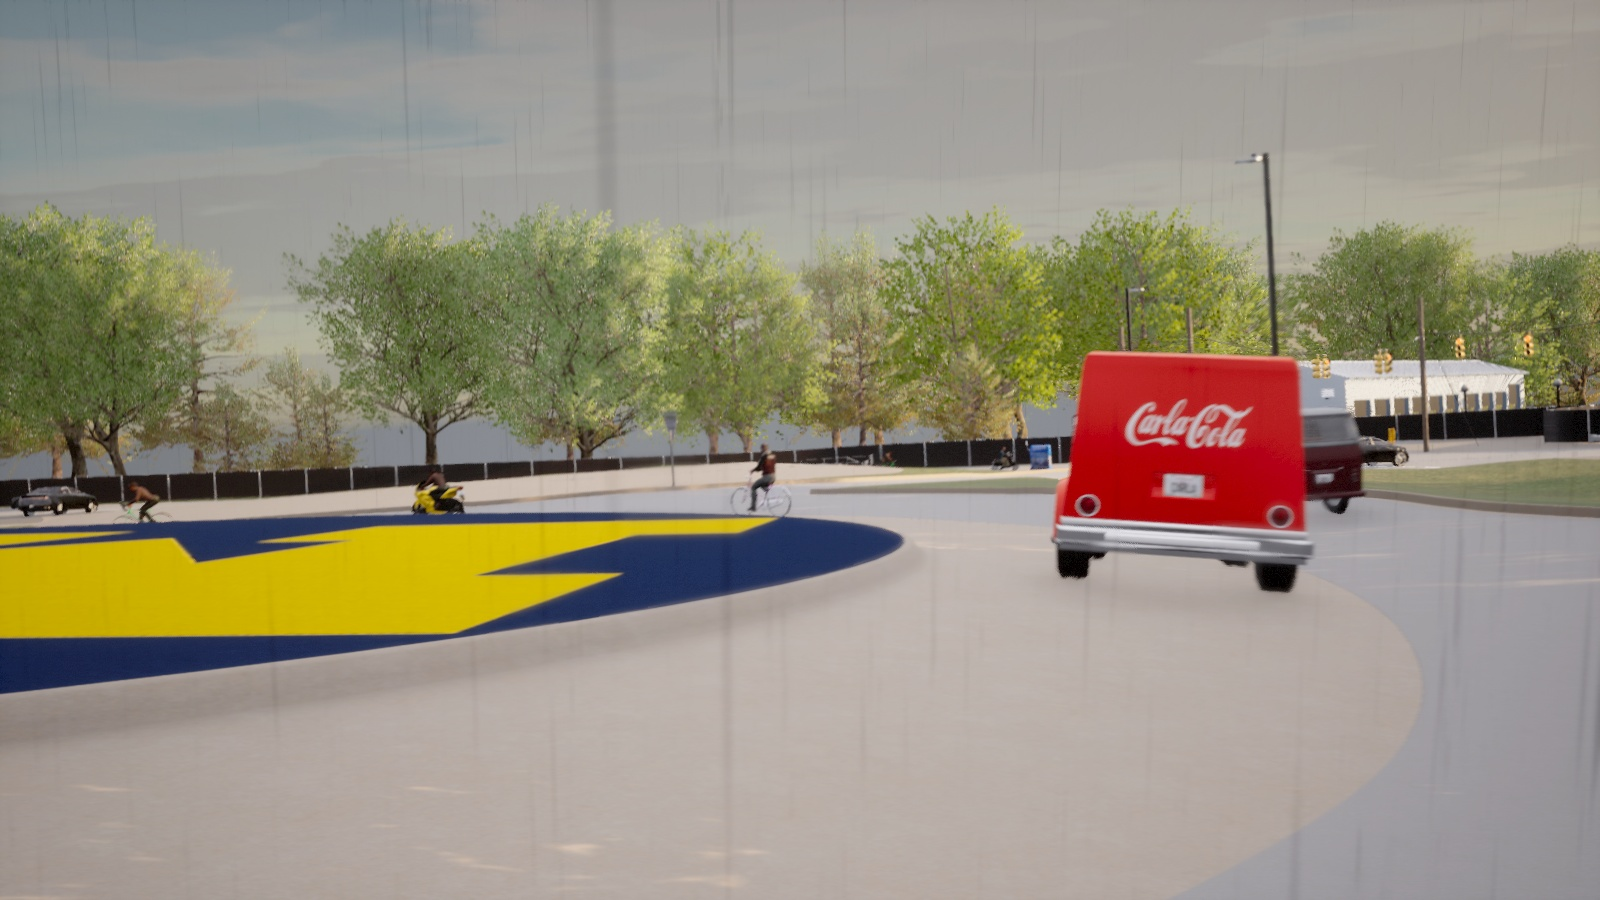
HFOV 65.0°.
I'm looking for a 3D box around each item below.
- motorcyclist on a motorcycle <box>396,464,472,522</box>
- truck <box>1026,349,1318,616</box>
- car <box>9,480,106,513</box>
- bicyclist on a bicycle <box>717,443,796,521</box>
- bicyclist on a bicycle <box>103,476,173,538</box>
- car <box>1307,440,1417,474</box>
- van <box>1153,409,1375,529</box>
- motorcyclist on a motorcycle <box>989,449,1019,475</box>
[{"bbox_3d":[-10.289,1.215,35.306,2.044,1.523,0.797,-3,-1,30],"label":"motorcyclist on a motorcycle"},{"bbox_3d":[4.248,0.285,14.892,2.627,2.467,5.204,3,1,14],"label":"truck"},{"bbox_3d":[-39.124,2.447,66.307,2.128,1.511,4.902,-3,-1,0],"label":"car"},{"bbox_3d":[-1.037,0.749,29.741,1.843,1.776,0.659,-1,0,38],"label":"bicyclist on a bicycle"},{"bbox_3d":[-19.125,1.629,36.303,1.656,1.620,0.582,-4,3,-22],"label":"bicyclist on a bicycle"},{"bbox_3d":[27.123,0.310,60.586,4.902,1.511,2.128,-1,1,-25],"label":"car"},{"bbox_3d":[8.697,0.308,24.025,1.775,1.987,4.442,-4,1,-12],"label":"van"},{"bbox_3d":[13.283,0.777,81.848,1.817,1.590,0.866,-2,2,15],"label":"motorcyclist on a motorcycle"}]
